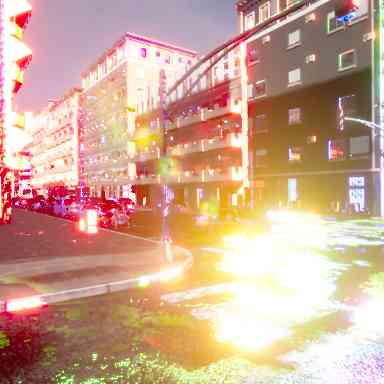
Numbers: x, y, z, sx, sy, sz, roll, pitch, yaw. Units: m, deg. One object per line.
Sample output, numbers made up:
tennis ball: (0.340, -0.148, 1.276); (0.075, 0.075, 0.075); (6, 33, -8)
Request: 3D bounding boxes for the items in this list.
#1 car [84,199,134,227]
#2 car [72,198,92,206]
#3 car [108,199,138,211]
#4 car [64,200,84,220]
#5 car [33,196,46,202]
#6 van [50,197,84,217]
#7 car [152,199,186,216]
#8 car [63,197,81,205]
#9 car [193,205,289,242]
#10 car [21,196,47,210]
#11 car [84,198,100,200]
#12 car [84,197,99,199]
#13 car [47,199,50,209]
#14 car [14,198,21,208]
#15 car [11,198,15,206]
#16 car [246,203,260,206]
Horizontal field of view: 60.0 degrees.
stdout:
car: (-5.924, 1.552, 23.919); (1.967, 1.590, 4.097); (-1, 1, -36)
car: (-18.530, 1.643, 55.759); (1.947, 1.339, 4.313); (-1, 1, -36)
car: (-8.826, 1.581, 42.287); (2.008, 1.369, 4.403); (-1, 1, -36)
car: (-9.057, 1.652, 28.271); (1.752, 1.417, 4.829); (-1, 1, -36)
car: (-37.938, 1.727, 82.703); (1.887, 1.381, 4.507); (-1, 1, -36)
van: (-12.394, 1.482, 32.898); (1.690, 1.788, 3.998); (-1, 1, -36)
car: (-2.358, 1.441, 33.305); (1.967, 1.590, 4.097); (-1, 1, -36)
car: (-21.765, 1.645, 60.250); (2.008, 1.369, 4.403); (-1, 1, -36)
car: (2.301, 1.593, 17.242); (2.033, 1.411, 5.357); (-1, 1, -39)
car: (-22.097, 1.627, 46.371); (1.967, 1.590, 4.097); (-1, 1, -36)
car: (-8.076, 1.585, 31.340); (2.128, 1.511, 4.902); (-1, 0, -36)
car: (-15.297, 1.501, 51.267); (1.967, 1.590, 4.097); (-1, 1, -36)
car: (-20.059, 1.673, 48.128); (1.812, 1.442, 4.674); (-1, 0, -35)
car: (-25.329, 1.769, 50.862); (1.947, 1.339, 4.313); (-1, 1, -36)
car: (-31.799, 1.782, 59.843); (1.887, 1.381, 4.507); (-1, 1, -36)
car: (4.013, 1.498, 24.463); (1.752, 1.417, 4.829); (-1, 1, -36)
